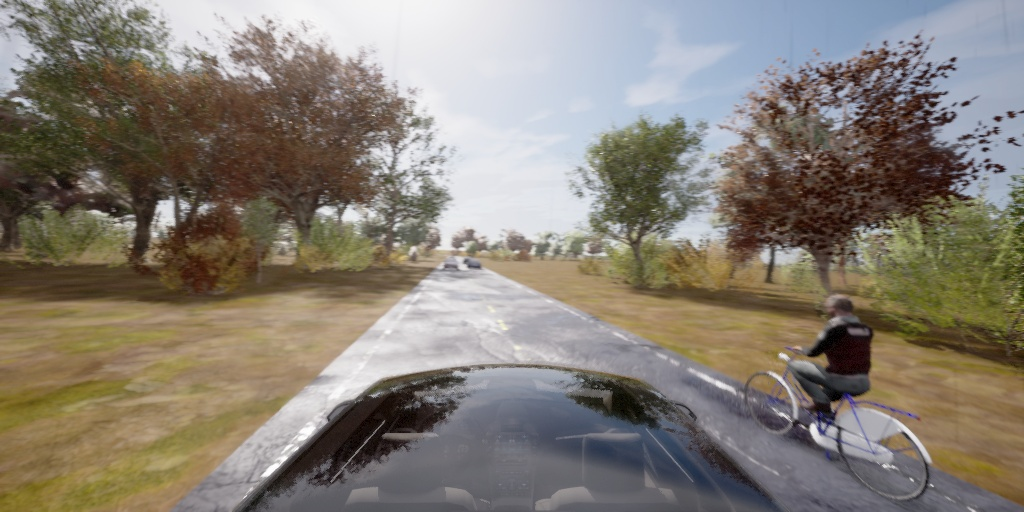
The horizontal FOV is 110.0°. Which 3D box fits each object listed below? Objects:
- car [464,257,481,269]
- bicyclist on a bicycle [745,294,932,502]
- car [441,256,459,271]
[{"bbox_3d":[-5.465,1.119,51.313,1.994,1.385,4.181,3,0,-9],"label":"car"},{"bbox_3d":[3.216,1.265,3.792,0.659,1.776,1.843,3,0,-10],"label":"bicyclist on a bicycle"},{"bbox_3d":[-7.372,0.992,43.482,1.812,1.442,4.674,3,0,-9],"label":"car"}]
